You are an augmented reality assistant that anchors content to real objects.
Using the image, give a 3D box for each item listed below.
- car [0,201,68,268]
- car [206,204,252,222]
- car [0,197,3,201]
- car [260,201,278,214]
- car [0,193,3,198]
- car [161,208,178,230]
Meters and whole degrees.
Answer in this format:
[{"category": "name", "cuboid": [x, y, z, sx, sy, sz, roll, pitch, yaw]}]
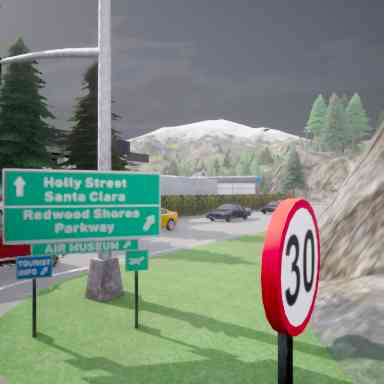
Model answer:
[{"category": "car", "cuboid": [-6.343, 1.385, 9.446, 2.150, 2.045, 5.566, 0, -1, 36]}, {"category": "car", "cuboid": [3.364, 1.739, 29.092, 2.033, 1.411, 5.357, 0, 0, 36]}, {"category": "car", "cuboid": [-12.363, 1.505, 26.047, 1.905, 1.878, 3.866, 0, 0, 35]}, {"category": "car", "cuboid": [9.650, 1.739, 37.708, 2.033, 1.411, 5.357, 0, 0, 36]}, {"category": "car", "cuboid": [-38.568, 1.489, 69.987, 4.514, 1.523, 2.007, 0, 0, 35]}, {"category": "car", "cuboid": [-2.906, 1.669, 20.472, 1.882, 1.535, 5.008, 0, 0, 36]}]
